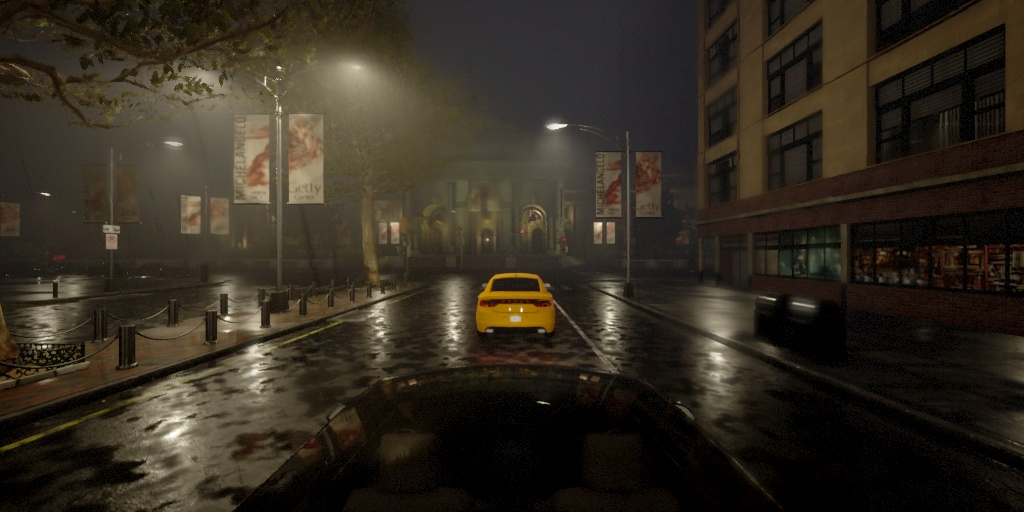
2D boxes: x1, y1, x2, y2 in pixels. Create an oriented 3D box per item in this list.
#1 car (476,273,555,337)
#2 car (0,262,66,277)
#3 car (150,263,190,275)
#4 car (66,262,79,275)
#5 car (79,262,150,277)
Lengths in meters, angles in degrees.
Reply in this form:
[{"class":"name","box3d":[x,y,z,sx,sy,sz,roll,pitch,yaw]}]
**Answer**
[{"class":"car","box3d":[0.119,1.228,10.350,1.882,1.535,5.008,0,0,1]},{"class":"car","box3d":[-47.082,1.276,34.831,4.674,1.442,1.812,0,0,0]},{"class":"car","box3d":[-37.404,1.351,38.290,4.718,1.301,1.895,0,0,0]},{"class":"car","box3d":[-47.010,1.297,38.344,5.357,1.411,2.033,0,0,0]},{"class":"car","box3d":[-38.513,1.314,34.793,4.181,1.385,1.994,0,0,0]}]
